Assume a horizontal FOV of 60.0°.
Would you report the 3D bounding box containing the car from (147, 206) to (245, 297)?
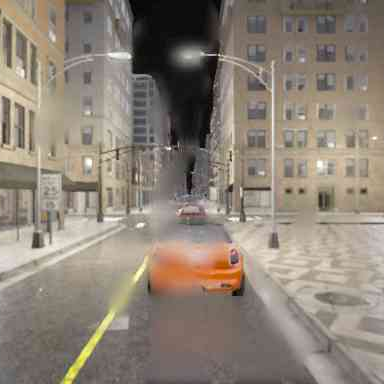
[{"bbox_3d":[0.086,1.424,8.957,2.097,1.767,4.553,0,0,0],"label":"car"}]
